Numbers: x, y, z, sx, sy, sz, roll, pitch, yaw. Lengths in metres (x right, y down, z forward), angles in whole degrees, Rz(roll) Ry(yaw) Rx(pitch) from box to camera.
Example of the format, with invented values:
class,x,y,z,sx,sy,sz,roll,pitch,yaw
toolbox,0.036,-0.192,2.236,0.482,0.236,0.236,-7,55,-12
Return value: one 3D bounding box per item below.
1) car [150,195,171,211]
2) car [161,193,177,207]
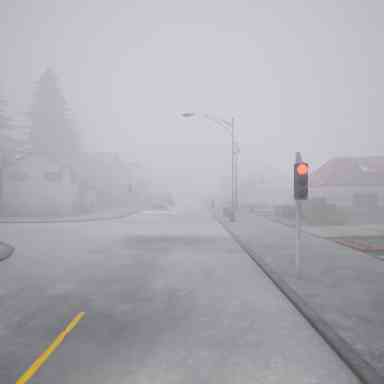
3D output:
class,x,y,z,sx,sy,sz,roll,pitch,yaw
car,-4.054,1.505,41.770,1.837,1.490,4.892,0,0,0
car,-4.037,1.220,52.787,2.150,2.045,5.566,0,0,0
